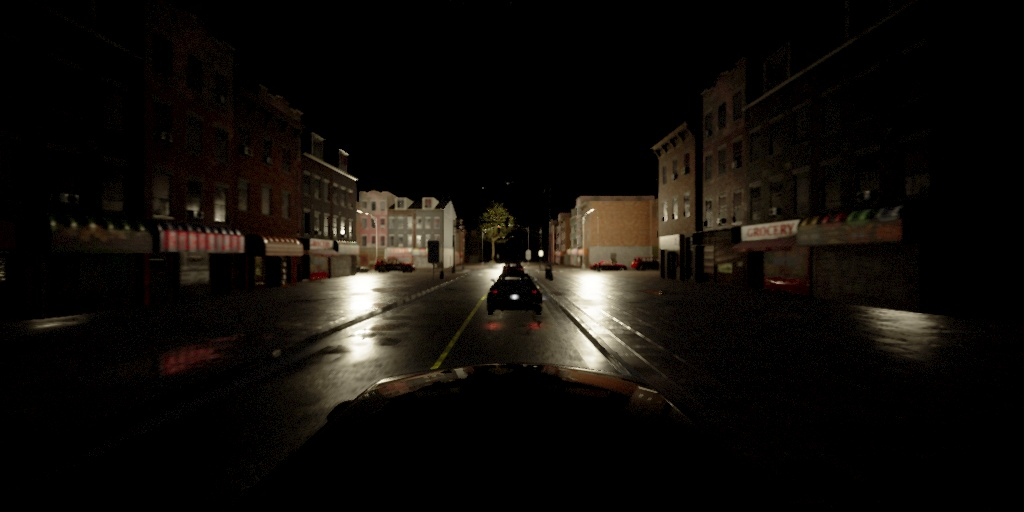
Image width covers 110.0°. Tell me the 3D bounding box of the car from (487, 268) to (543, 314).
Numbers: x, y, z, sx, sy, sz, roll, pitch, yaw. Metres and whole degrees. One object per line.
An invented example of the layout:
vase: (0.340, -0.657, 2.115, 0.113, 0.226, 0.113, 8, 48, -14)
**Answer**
car: (0.094, 1.328, 13.898, 1.994, 1.385, 4.181, 0, 0, 0)

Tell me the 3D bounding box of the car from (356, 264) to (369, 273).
car: (-19.895, 1.533, 44.425, 4.313, 1.339, 1.948, 0, 0, 0)

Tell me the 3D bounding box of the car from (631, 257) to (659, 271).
car: (17.374, 1.011, 44.499, 5.009, 1.841, 2.192, 0, 0, 0)

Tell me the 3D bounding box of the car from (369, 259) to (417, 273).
car: (-14.469, 1.240, 44.436, 5.009, 1.841, 2.192, 0, 0, 0)

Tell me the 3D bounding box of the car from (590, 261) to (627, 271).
car: (11.940, 1.278, 44.489, 4.507, 1.381, 1.888, 0, 0, 0)

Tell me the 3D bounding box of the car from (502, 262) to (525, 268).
car: (0.095, 1.277, 31.963, 1.882, 1.535, 5.008, 0, 0, 0)
